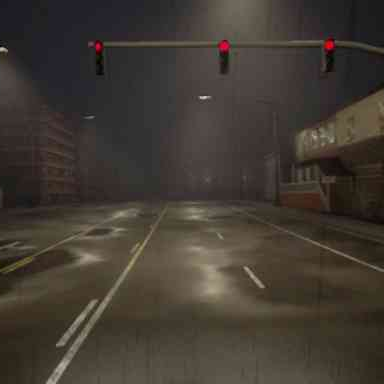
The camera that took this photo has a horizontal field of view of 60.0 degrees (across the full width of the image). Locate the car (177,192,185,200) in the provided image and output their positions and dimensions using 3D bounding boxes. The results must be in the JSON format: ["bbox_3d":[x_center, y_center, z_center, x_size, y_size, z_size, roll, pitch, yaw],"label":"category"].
[{"bbox_3d":[-3.049,1.202,93.031,2.150,2.045,5.566,-1,-1,-2],"label":"car"}]

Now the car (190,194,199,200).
[{"bbox_3d":[0.761,1.461,84.070,1.895,1.301,4.718,-1,-1,-2],"label":"car"}]

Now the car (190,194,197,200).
[{"bbox_3d":[0.456,1.421,93.114,1.812,1.442,4.674,-1,-1,-2],"label":"car"}]

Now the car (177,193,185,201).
[{"bbox_3d":[-2.735,1.496,83.898,1.994,1.385,4.181,-1,-1,-2],"label":"car"}]
